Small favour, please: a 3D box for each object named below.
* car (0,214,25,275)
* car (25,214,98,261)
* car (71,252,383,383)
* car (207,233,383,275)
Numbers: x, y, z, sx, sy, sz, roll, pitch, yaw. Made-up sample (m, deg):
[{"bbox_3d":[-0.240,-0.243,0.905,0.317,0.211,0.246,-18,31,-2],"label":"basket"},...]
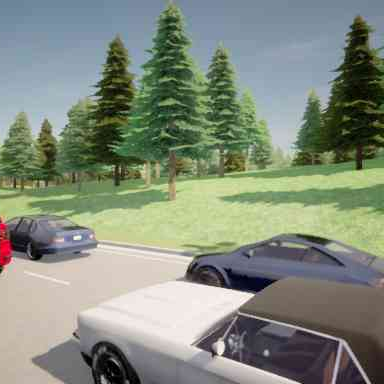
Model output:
[{"bbox_3d":[-7.064,1.221,8.949,5.566,2.045,2.150,0,0,36],"label":"car"},{"bbox_3d":[-5.802,1.547,12.353,5.357,1.411,2.033,0,0,35],"label":"car"},{"bbox_3d":[0.907,1.601,3.344,4.718,1.301,1.895,0,0,35],"label":"car"},{"bbox_3d":[1.929,1.564,6.916,4.181,1.385,1.994,0,0,35],"label":"car"}]
